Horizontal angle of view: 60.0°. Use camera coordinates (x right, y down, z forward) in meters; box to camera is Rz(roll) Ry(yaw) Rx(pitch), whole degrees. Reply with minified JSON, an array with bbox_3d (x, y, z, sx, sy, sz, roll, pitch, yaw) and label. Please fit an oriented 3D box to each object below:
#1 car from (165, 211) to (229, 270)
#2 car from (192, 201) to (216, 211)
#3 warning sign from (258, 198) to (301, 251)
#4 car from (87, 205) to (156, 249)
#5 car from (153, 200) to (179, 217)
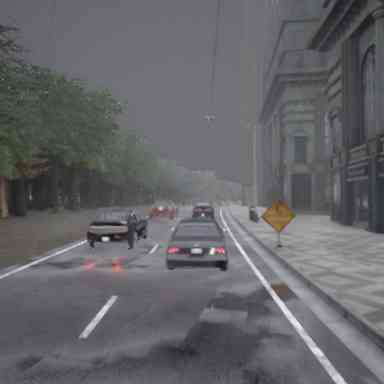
[{"bbox_3d":[0.213,1.601,11.245,2.033,1.411,5.357,0,0,2],"label":"car"},{"bbox_3d":[1.080,1.619,29.919,1.837,1.490,4.892,0,0,4],"label":"car"},{"bbox_3d":[3.208,1.171,12.350,1.300,1.860,1.060,-2,-2,2],"label":"warning sign"},{"bbox_3d":[-3.146,1.555,14.918,2.128,1.511,4.902,0,0,2],"label":"car"},{"bbox_3d":[-2.436,1.466,29.789,2.097,1.767,4.553,0,-1,4],"label":"car"}]
